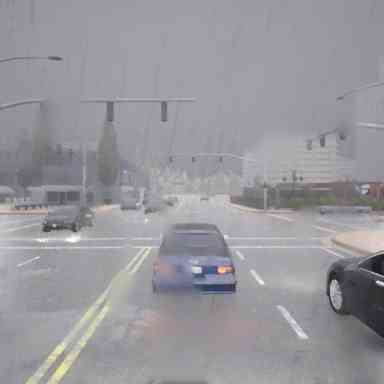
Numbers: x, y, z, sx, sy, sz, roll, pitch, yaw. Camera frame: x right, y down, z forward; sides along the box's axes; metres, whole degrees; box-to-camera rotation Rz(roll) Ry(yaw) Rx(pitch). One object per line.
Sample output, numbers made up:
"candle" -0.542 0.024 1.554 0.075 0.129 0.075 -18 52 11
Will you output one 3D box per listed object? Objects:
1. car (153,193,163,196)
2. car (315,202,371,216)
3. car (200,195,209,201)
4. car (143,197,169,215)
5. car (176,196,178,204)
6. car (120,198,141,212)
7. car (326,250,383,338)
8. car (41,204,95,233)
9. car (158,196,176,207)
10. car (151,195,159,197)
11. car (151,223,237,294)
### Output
"car" -7.243 1.225 70.078 2.150 2.045 5.566 0 0 0
"car" 14.337 1.601 31.831 4.718 1.301 1.895 0 0 1
"car" 3.207 1.552 84.585 1.994 1.385 4.181 0 0 0
"car" -3.720 1.506 34.082 1.837 1.490 4.892 0 -1 0
"car" -3.759 1.491 65.911 2.128 1.511 4.902 0 0 0
"car" -7.237 1.504 39.547 1.837 1.490 4.892 0 0 0
"car" 3.546 1.505 4.662 1.837 1.490 4.892 0 0 0
"car" -7.169 1.505 19.740 1.837 1.490 4.892 0 0 0
"car" -3.770 1.600 49.770 1.895 1.301 4.718 0 0 0
"car" -7.279 1.601 57.222 1.895 1.301 4.718 0 0 0
"car" 0.052 1.547 8.906 2.033 1.411 5.357 0 0 0
